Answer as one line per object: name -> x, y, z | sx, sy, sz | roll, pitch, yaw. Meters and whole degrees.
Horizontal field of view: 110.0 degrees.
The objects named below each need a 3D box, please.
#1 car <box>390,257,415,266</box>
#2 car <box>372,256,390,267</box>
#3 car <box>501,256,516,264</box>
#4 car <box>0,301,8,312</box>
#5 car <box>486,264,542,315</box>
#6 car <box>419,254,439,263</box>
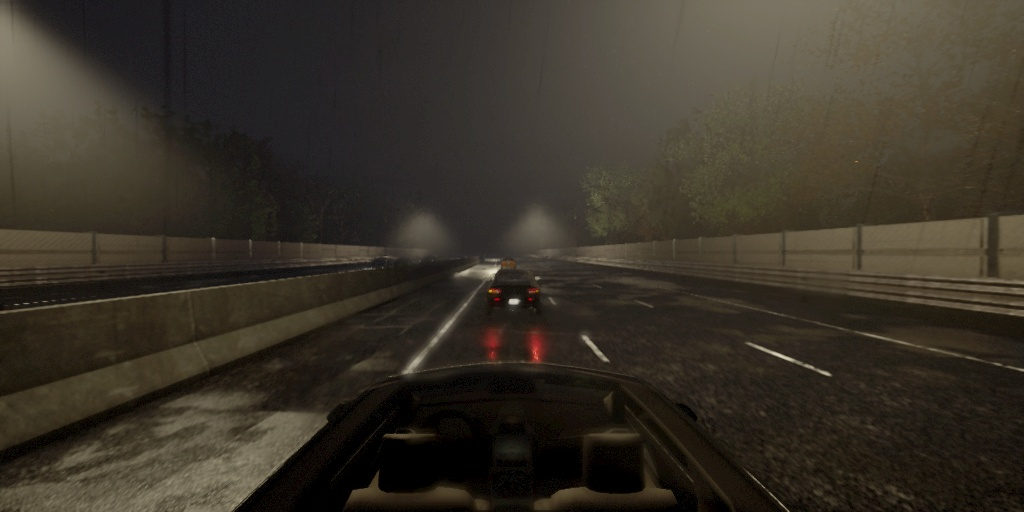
car -> -14.724, 0.890, 49.090 | 1.994, 1.385, 4.181 | 0, 1, -1
car -> -18.261, 0.802, 50.722 | 2.128, 1.511, 4.902 | 0, 1, -1
car -> -0.461, 0.819, 45.114 | 1.801, 1.575, 5.366 | 0, 1, -1
car -> -10.610, 1.250, 5.057 | 1.812, 1.442, 4.674 | 0, 1, 0
car -> 0.051, 1.175, 13.000 | 1.812, 1.442, 4.674 | 0, 1, 0
car -> -11.215, 0.682, 48.685 | 2.097, 1.767, 4.553 | 0, 1, -1
